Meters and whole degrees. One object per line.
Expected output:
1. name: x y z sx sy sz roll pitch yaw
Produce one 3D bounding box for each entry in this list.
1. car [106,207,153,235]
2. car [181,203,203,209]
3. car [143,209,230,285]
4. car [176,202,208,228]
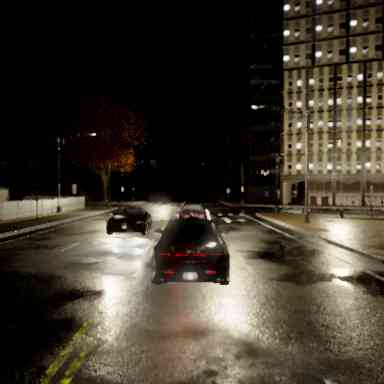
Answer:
1. car: -3.271 1.510 18.057 1.994 1.385 4.181 0 0 0
2. car: 0.080 1.447 14.167 2.128 1.511 4.902 0 0 0
3. car: -0.032 1.475 9.343 1.837 1.490 4.892 0 1 0
4. car: 0.001 1.479 23.195 2.033 1.411 5.357 0 0 0
